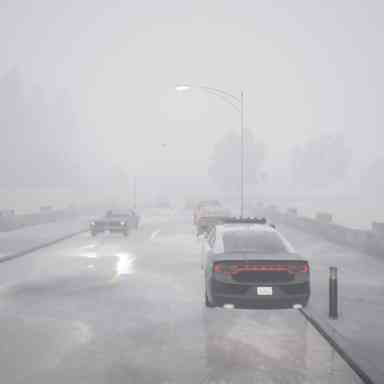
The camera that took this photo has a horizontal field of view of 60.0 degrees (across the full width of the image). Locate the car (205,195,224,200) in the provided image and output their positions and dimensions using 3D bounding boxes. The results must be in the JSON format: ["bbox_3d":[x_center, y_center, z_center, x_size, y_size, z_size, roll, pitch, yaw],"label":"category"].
[{"bbox_3d":[6.310,1.456,93.406,5.357,1.415,2.033,0,0,-40],"label":"car"}]

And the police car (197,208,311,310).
[{"bbox_3d":[1.200,1.425,8.069,1.930,1.638,5.238,0,0,0],"label":"police car"}]

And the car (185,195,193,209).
[{"bbox_3d":[0.012,1.492,44.786,2.128,1.511,4.902,0,0,1],"label":"car"}]

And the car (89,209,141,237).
[{"bbox_3d":[-4.101,1.601,18.290,1.895,1.301,4.718,0,0,0],"label":"car"}]

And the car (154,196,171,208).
[{"bbox_3d":[-4.090,1.350,47.259,2.097,1.767,4.553,0,0,0],"label":"car"}]

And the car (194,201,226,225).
[{"bbox_3d":[1.199,1.478,17.959,1.882,1.535,5.008,0,0,0],"label":"car"}]

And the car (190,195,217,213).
[{"bbox_3d":[1.146,1.300,23.929,2.097,1.767,4.553,-3,0,0],"label":"car"}]
